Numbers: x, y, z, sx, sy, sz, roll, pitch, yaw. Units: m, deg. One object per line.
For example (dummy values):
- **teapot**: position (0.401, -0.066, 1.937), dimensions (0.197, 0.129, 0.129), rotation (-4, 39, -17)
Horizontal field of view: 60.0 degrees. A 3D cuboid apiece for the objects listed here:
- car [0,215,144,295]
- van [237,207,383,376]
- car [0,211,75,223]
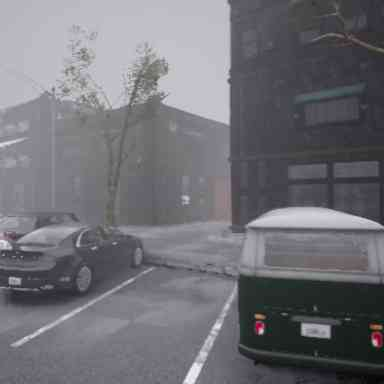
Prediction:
- **car**: position (-2.916, 1.563, 9.026), dimensions (2.231, 1.521, 4.892), rotation (-1, -1, 15)
- **van**: position (1.922, 1.279, 5.708), dimensions (1.878, 1.987, 4.442), rotation (-1, -1, 16)
- **car**: position (-5.319, 1.466, 10.781), dimensions (2.185, 1.767, 4.553), rotation (0, -1, 16)
